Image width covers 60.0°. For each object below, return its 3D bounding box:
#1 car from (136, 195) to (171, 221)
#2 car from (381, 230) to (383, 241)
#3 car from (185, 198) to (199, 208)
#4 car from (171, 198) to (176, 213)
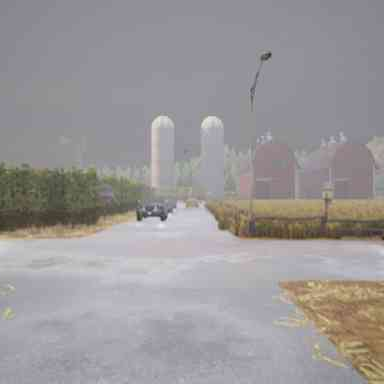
[{"bbox_3d":[-3.182,1.271,27.585,2.150,2.045,5.566,0,-1,0],"label":"car"},{"bbox_3d":[11.072,1.706,14.093,5.357,1.411,2.033,0,0,-1],"label":"car"},{"bbox_3d":[0.021,1.639,50.534,1.882,1.535,5.008,0,0,0],"label":"car"},{"bbox_3d":[-3.186,1.681,37.807,1.994,1.385,4.181,0,0,-1],"label":"car"}]
